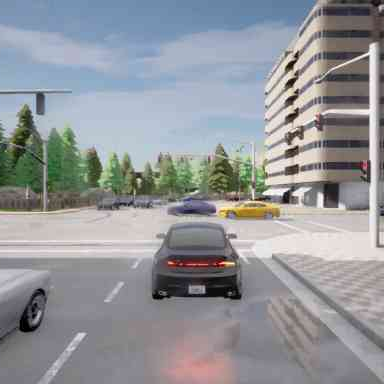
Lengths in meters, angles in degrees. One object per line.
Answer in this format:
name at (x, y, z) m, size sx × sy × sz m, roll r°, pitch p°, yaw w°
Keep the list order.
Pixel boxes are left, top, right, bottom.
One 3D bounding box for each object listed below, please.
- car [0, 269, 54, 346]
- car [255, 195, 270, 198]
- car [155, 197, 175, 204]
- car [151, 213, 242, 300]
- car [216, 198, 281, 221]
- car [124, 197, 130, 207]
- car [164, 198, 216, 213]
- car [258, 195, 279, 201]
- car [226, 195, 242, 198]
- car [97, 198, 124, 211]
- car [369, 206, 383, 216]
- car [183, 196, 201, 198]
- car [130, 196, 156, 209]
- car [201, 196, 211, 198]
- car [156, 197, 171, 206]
car at (-3.426, 1.601, 3.869) m, size 1.895 × 1.301 × 4.718 m, roll 0°, pitch 0°, yaw 0°
car at (15.183, 1.595, 74.838) m, size 4.718 × 1.301 × 1.895 m, roll 0°, pitch 0°, yaw -33°
car at (-5.369, 1.601, 67.166) m, size 1.895 × 1.301 × 4.718 m, roll 0°, pitch 0°, yaw 27°
car at (0.116, 1.505, 8.390) m, size 1.837 × 1.490 × 4.892 m, roll 0°, pitch 0°, yaw 1°
car at (4.750, 1.503, 27.523) m, size 5.008 × 1.535 × 1.882 m, roll 1°, pitch 0°, yaw 0°
car at (-9.961, 1.547, 51.367) m, size 2.033 × 1.411 × 5.357 m, roll 0°, pitch 0°, yaw 6°
car at (-0.009, 1.544, 31.004) m, size 4.674 × 1.442 × 1.812 m, roll 0°, pitch 0°, yaw 0°
car at (18.507, 1.500, 80.625) m, size 4.892 × 1.490 × 1.837 m, roll 0°, pitch 0°, yaw -22°
car at (9.710, 1.478, 75.109) m, size 5.008 × 1.535 × 1.882 m, roll 0°, pitch 0°, yaw -41°
car at (-10.399, 1.505, 41.671) m, size 1.837 × 1.490 × 4.892 m, roll 0°, pitch 0°, yaw 2°
car at (19.584, 1.603, 31.079) m, size 5.357 × 1.411 × 2.033 m, roll 0°, pitch 0°, yaw 0°
car at (-0.705, 1.478, 68.282) m, size 1.882 × 1.535 × 5.008 m, roll 0°, pitch 0°, yaw 32°
car at (-6.757, 1.352, 46.477) m, size 2.097 × 1.767 × 4.553 m, roll 0°, pitch 0°, yaw 3°
car at (2.441, 1.537, 77.894) m, size 2.033 × 1.411 × 5.357 m, roll 0°, pitch 0°, yaw 42°
car at (-5.631, 1.601, 56.257) m, size 1.895 × 1.301 × 4.718 m, roll 0°, pitch 0°, yaw 14°
